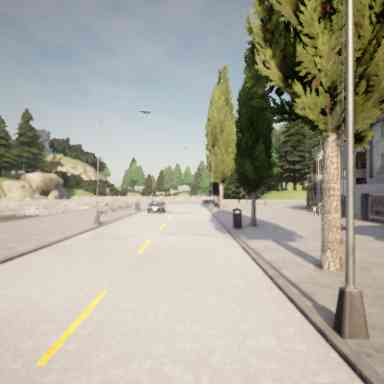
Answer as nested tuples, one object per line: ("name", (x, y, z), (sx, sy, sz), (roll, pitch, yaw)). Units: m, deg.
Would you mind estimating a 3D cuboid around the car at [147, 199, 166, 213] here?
("car", (-3.983, 1.614, 38.007), (2.128, 1.511, 4.902), (0, 0, 0))
